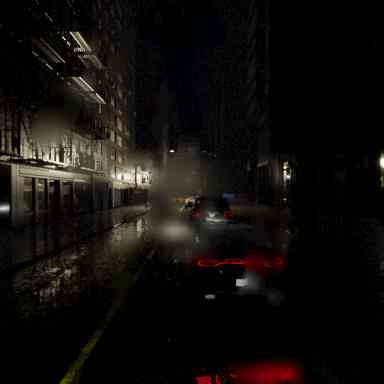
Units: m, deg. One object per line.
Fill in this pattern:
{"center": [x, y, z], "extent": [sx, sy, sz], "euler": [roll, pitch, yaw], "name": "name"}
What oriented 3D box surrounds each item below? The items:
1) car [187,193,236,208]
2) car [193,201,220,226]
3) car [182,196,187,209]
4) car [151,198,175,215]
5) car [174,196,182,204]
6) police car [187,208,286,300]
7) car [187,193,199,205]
{"center": [0.947, 1.226, 18.480], "extent": [2.150, 2.045, 5.566], "euler": [0, 0, 0], "name": "car"}
{"center": [0.962, 1.508, 24.451], "extent": [1.837, 1.490, 4.892], "euler": [0, 0, 0], "name": "car"}
{"center": [0.147, 1.375, 45.570], "extent": [2.097, 1.767, 4.553], "euler": [0, 0, 1], "name": "car"}
{"center": [-3.016, 1.535, 33.776], "extent": [1.812, 1.442, 4.674], "euler": [0, 0, 0], "name": "car"}
{"center": [-2.830, 1.525, 67.531], "extent": [1.882, 1.535, 5.008], "euler": [0, 0, 0], "name": "car"}
{"center": [0.920, 1.425, 8.560], "extent": [1.930, 1.638, 5.238], "euler": [0, 0, 0], "name": "police car"}
{"center": [0.150, 1.263, 59.565], "extent": [2.150, 2.045, 5.566], "euler": [0, 0, 0], "name": "car"}
